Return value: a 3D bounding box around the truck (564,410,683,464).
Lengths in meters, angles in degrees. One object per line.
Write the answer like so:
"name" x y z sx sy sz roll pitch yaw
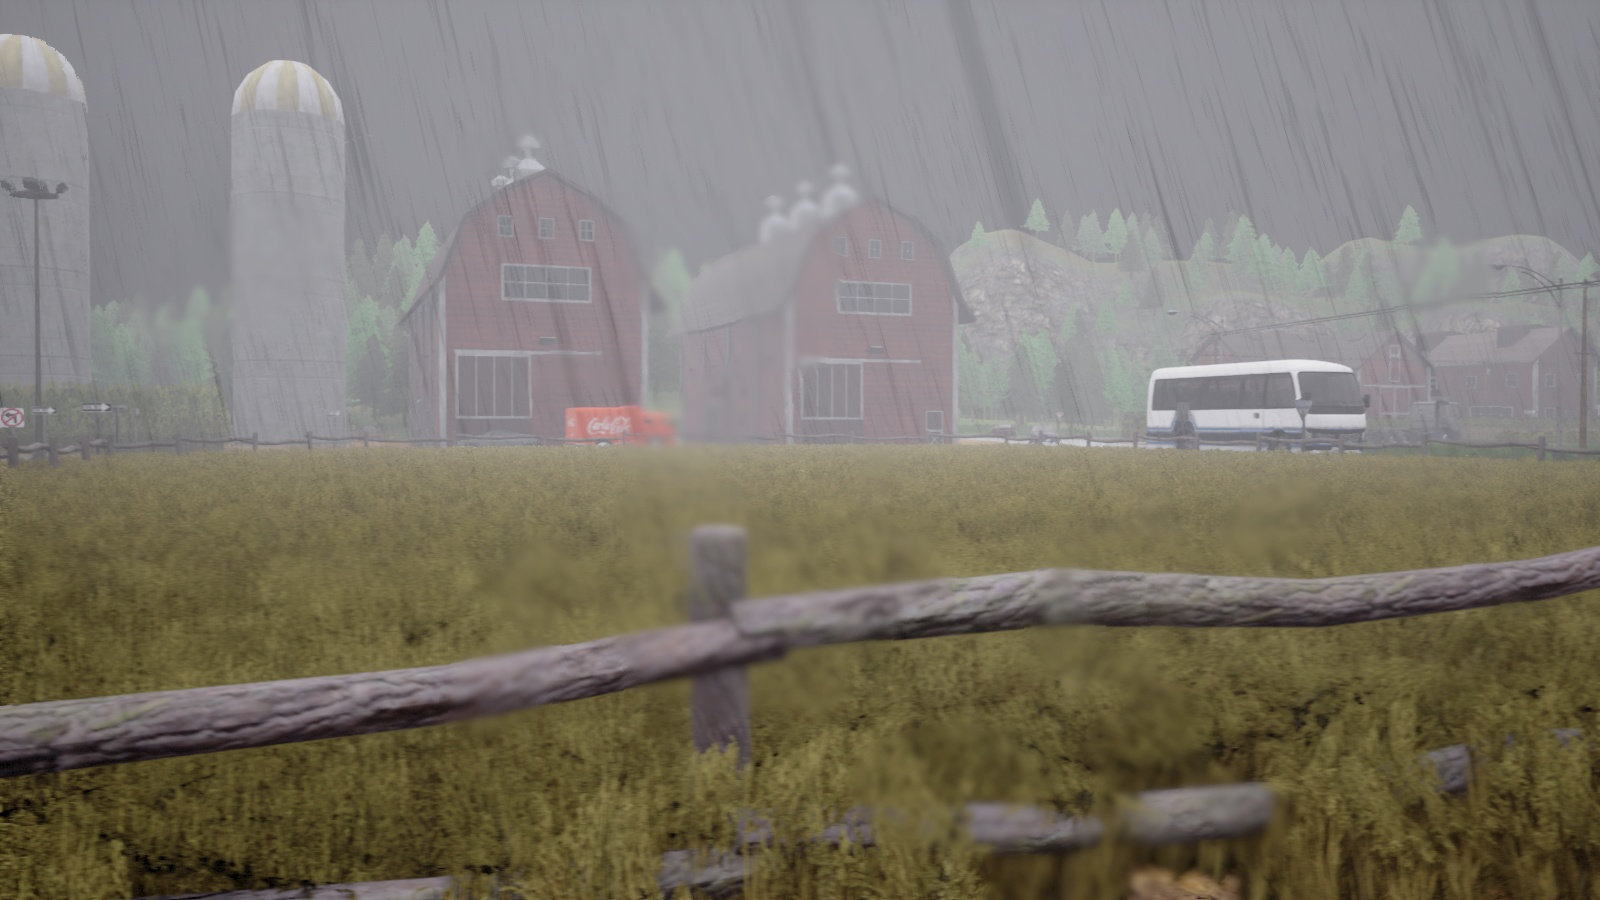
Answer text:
"truck" -8.659 -0.659 61.627 5.204 2.467 2.627 -2 1 -24

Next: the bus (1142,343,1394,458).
"bus" 18.994 -1.933 52.045 3.944 4.253 10.273 -2 1 -21

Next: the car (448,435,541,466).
"car" -15.212 0.010 62.533 4.181 1.385 1.994 -2 1 -24
